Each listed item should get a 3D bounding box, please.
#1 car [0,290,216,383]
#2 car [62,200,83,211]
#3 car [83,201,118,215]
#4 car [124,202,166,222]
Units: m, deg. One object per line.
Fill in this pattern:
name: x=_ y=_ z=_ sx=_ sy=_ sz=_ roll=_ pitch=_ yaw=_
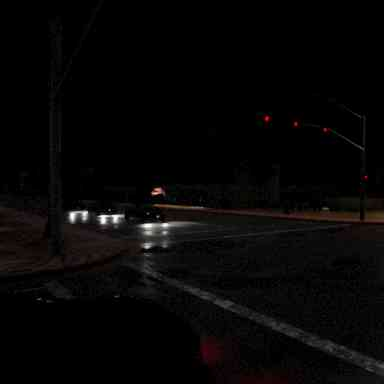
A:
car: x=-2.355 y=1.548 z=2.184 sx=5.357 sy=1.411 sz=2.033 roll=0 pitch=0 yaw=-35
car: x=-14.923 y=1.598 z=41.825 sx=1.895 sy=1.301 sz=4.718 roll=0 pitch=0 yaw=-35
car: x=-9.087 y=1.561 z=33.615 sx=1.994 sy=1.385 sz=4.181 roll=0 pitch=0 yaw=-35
car: x=-3.859 y=1.523 z=26.297 sx=1.812 sy=1.442 sz=4.674 roll=0 pitch=0 yaw=-36
